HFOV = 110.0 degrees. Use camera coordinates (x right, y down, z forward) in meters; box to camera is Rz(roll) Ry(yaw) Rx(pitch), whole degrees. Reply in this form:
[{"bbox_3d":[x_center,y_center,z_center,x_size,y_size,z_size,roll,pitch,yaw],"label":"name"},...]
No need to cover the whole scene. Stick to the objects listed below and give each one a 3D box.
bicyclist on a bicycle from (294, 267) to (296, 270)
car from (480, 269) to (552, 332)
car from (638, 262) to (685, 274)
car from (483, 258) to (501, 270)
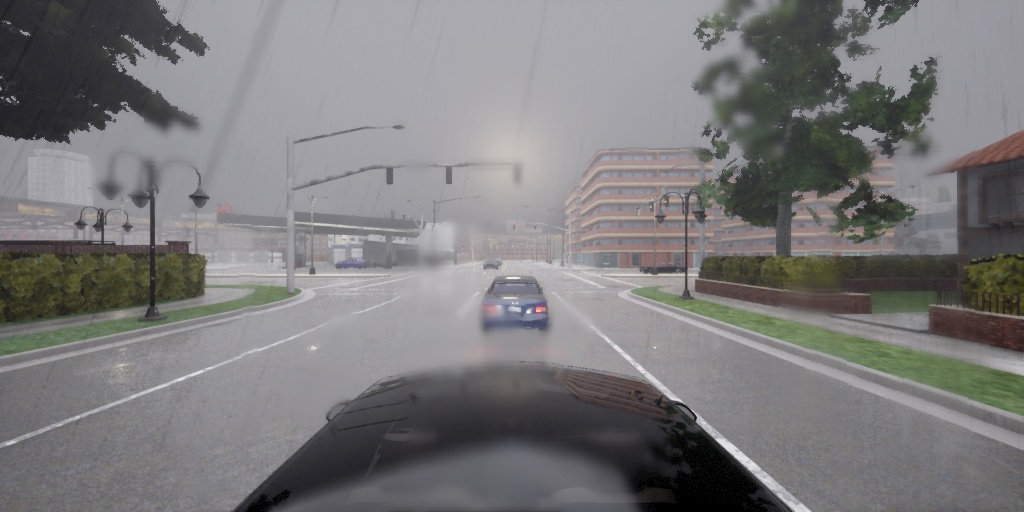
[{"bbox_3d":[-29.016,1.180,47.116,0.582,1.620,1.656,-10,5,0],"label":"bicyclist on a bicycle"},{"bbox_3d":[0.098,1.297,10.844,2.033,1.411,5.357,0,0,0],"label":"car"},{"bbox_3d":[16.329,1.351,38.893,4.718,1.301,1.895,0,0,-3],"label":"car"},{"bbox_3d":[-3.102,1.102,53.604,2.097,1.767,4.553,0,0,0],"label":"car"}]
